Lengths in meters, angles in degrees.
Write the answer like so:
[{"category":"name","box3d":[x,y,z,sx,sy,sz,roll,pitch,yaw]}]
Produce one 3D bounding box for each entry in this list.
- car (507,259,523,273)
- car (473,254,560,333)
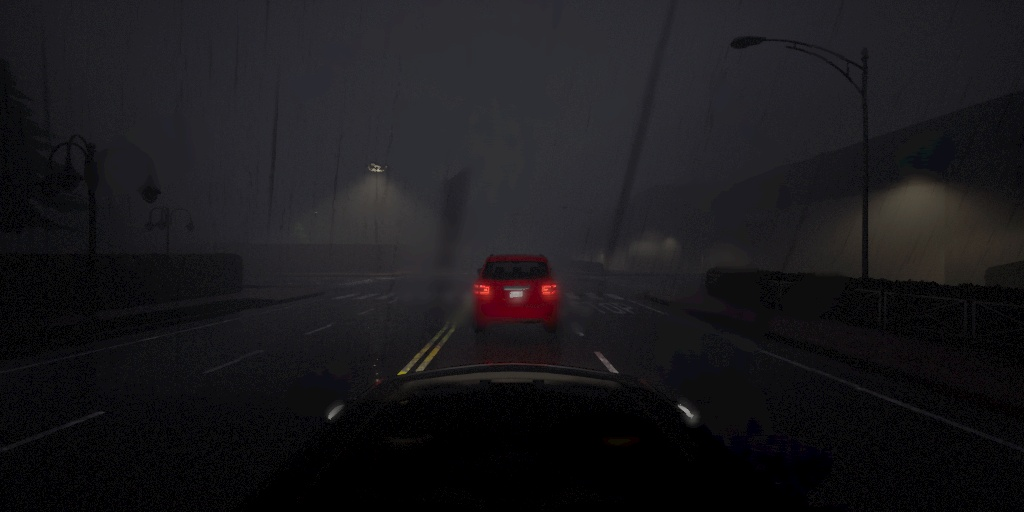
[{"category":"car","box3d":[0.353,1.228,45.259,1.882,1.535,5.008,0,0,1]},{"category":"car","box3d":[0.122,0.971,10.847,2.150,2.045,5.566,0,0,0]}]
